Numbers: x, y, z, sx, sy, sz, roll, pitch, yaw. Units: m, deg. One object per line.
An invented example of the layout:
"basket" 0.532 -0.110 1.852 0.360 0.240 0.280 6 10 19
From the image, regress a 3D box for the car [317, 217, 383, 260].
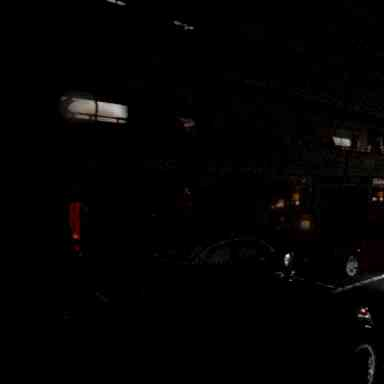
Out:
"car" 4.768 1.485 9.963 4.507 1.381 1.887 0 0 -35

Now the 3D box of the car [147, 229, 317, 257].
"car" 0.269 1.525 6.755 4.403 1.369 2.008 0 0 -35

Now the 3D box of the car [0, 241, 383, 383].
"car" 0.113 1.551 3.445 4.181 1.385 1.994 0 0 -36
